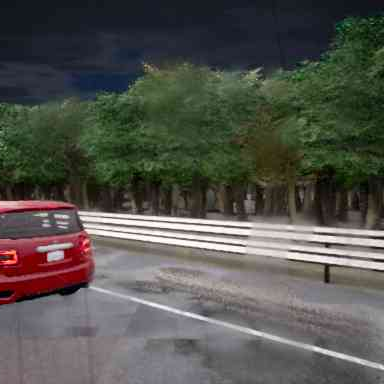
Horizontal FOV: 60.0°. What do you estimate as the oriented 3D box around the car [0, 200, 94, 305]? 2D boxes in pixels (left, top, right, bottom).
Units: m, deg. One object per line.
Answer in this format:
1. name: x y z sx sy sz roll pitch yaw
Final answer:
1. car: -4.528 1.196 7.385 5.566 2.045 2.150 0 0 36
